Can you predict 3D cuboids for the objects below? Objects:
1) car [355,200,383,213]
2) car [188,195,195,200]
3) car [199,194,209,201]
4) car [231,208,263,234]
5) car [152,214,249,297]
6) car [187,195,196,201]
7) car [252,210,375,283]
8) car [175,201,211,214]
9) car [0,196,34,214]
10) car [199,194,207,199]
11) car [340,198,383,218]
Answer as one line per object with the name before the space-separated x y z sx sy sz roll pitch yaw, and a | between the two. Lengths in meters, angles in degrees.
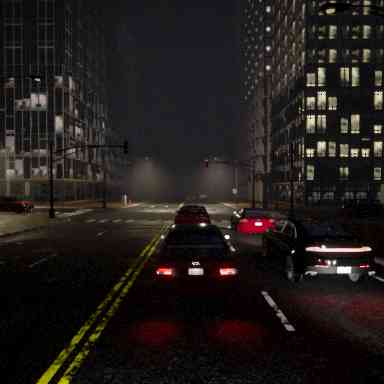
car | 21.715 1.641 38.532 4.829 1.417 1.752 1 0 1
car | -0.229 1.456 92.866 1.994 1.385 4.181 0 0 0
car | 3.050 1.510 81.434 1.895 1.301 4.718 0 0 0
car | 3.304 1.554 18.480 1.994 1.385 4.181 0 0 0
car | 0.080 1.543 8.764 2.033 1.411 5.357 0 0 0
car | -0.160 1.529 74.316 1.895 1.301 4.718 0 0 0
car | 3.325 1.487 9.679 2.128 1.511 4.902 0 0 0
car | 0.059 1.467 18.585 1.882 1.535 5.008 0 0 1
car | -18.290 1.205 33.294 4.553 1.767 2.097 1 1 1
car | 3.025 1.263 91.407 1.812 1.442 4.674 0 0 0
car | 16.127 1.518 30.232 5.009 1.841 2.192 1 0 1
